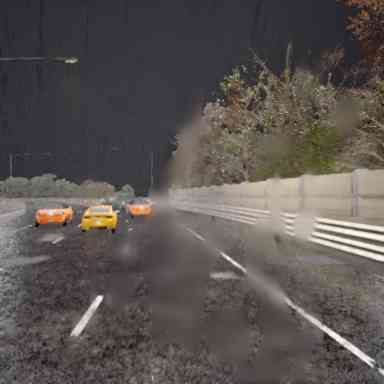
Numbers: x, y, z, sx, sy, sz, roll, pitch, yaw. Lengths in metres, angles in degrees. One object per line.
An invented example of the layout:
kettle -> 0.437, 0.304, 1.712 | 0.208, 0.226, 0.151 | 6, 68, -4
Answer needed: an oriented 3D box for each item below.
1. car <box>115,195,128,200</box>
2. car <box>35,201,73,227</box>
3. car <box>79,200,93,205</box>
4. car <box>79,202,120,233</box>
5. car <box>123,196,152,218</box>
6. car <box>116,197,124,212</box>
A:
car -> -10.346, 1.535, 49.784 | 2.150, 2.045, 5.566 | 0, 0, -13
car -> -10.179, 1.541, 24.889 | 2.097, 1.767, 4.553 | 0, 0, -13
car -> -15.393, 1.905, 49.153 | 1.994, 1.385, 4.181 | 0, 0, -29
car -> -5.776, 1.619, 21.169 | 1.882, 1.535, 5.008 | 0, 0, -11
car -> -5.315, 1.550, 33.108 | 2.097, 1.767, 4.553 | 0, 0, -17
car -> -8.187, 1.753, 42.410 | 2.128, 1.511, 4.902 | 0, 0, -17
